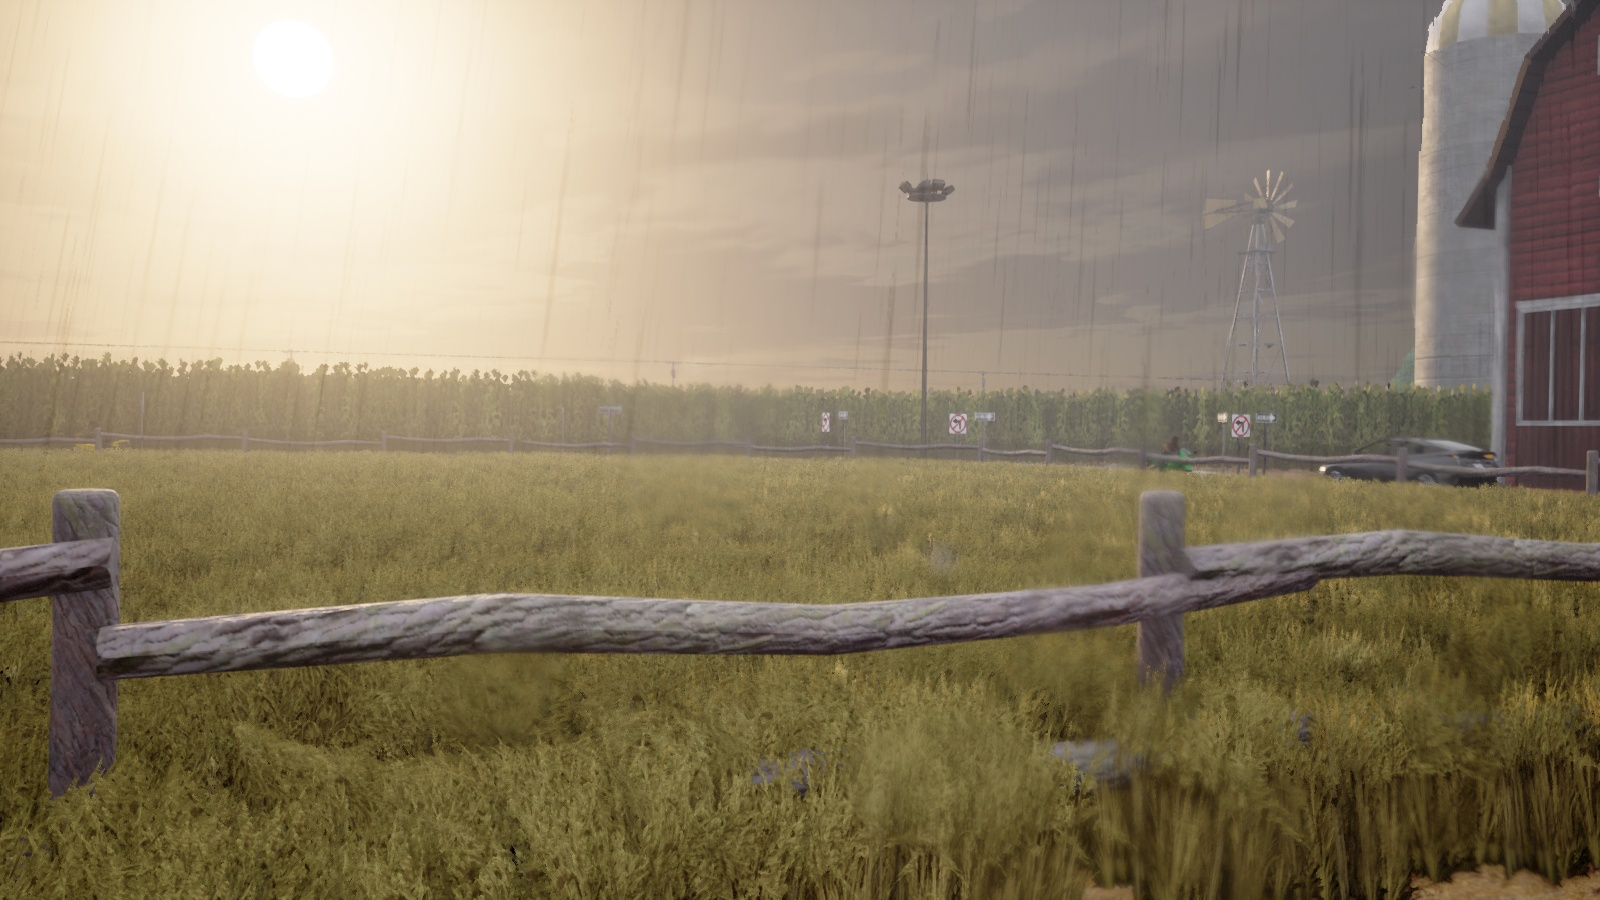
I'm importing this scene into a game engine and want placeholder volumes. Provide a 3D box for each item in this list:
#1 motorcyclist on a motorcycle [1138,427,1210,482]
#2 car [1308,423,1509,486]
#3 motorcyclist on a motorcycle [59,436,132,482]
[{"bbox_3d":[10.682,0.111,35.914,0.797,1.523,2.044,-1,1,-25],"label":"motorcyclist on a motorcycle"},{"bbox_3d":[15.802,0.074,32.892,2.007,1.525,4.514,-1,1,-24],"label":"car"},{"bbox_3d":[-24.015,0.295,42.852,2.044,1.523,0.797,-1,1,-20],"label":"motorcyclist on a motorcycle"}]
